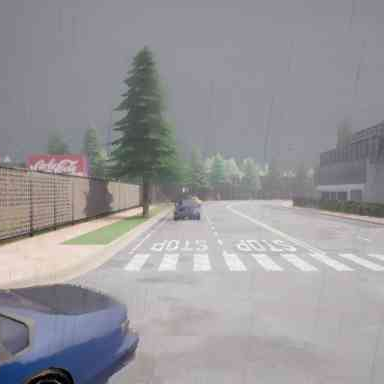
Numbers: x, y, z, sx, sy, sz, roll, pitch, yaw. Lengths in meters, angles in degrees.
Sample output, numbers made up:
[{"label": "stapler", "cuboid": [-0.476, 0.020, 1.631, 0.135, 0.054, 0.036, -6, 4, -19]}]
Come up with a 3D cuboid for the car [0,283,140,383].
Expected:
[{"label": "car", "cuboid": [-2.846, 1.550, 2.390, 2.033, 1.411, 5.357, 1, 0, 39]}]

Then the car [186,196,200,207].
[{"label": "car", "cuboid": [0.202, 1.465, 52.915, 1.882, 1.535, 5.008, -1, 0, 4]}]

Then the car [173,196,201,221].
[{"label": "car", "cuboid": [-0.357, 1.350, 26.859, 2.097, 1.767, 4.553, 0, 0, 1]}]
